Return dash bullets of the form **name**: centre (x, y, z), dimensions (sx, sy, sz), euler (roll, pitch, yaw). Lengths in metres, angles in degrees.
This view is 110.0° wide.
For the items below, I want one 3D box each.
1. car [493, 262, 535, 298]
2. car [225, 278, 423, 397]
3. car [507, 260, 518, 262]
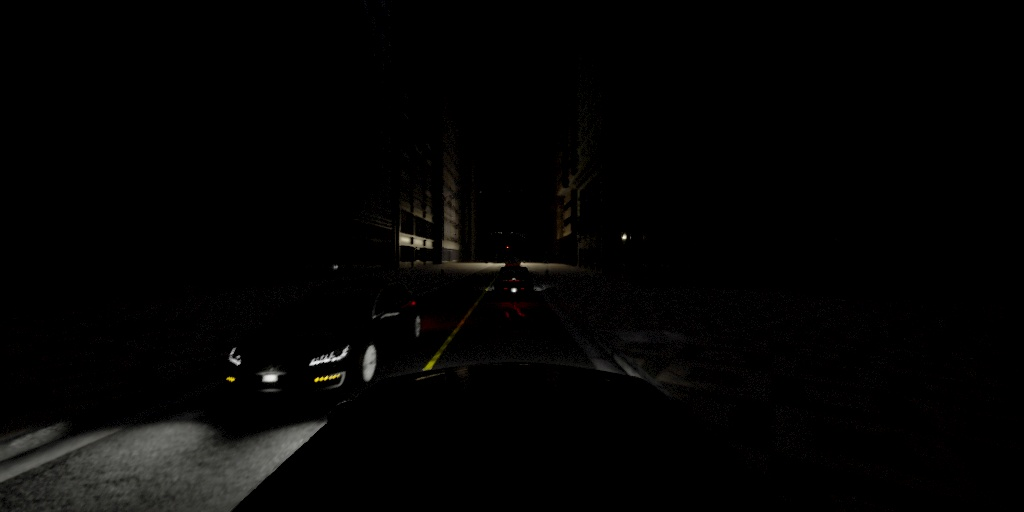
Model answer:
- **car**: centre (0.095, 1.261, 18.380), dimensions (1.837, 1.490, 4.892), euler (0, 0, 0)
- **car**: centre (-3.094, 1.252, 7.004), dimensions (1.837, 1.490, 4.892), euler (0, 1, 0)
- **car**: centre (0.093, 1.244, 44.595), dimensions (1.882, 1.535, 5.008), euler (0, 0, 0)
